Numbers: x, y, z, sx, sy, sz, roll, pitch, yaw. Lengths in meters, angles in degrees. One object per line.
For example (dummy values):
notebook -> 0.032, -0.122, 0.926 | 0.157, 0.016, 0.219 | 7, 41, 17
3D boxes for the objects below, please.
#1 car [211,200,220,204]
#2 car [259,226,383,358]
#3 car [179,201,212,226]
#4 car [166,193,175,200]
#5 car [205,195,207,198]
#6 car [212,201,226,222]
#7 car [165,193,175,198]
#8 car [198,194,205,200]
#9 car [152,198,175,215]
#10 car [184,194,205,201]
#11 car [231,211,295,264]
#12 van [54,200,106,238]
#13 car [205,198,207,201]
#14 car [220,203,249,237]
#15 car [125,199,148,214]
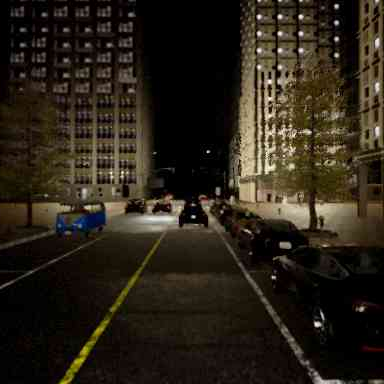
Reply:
car -> 2.689, 1.521, 28.855 | 1.752, 1.417, 4.829 | 0, 0, 0
car -> 2.691, 1.567, 6.009 | 1.947, 1.339, 4.313 | 0, 0, 0
car -> 0.097, 1.563, 23.145 | 1.994, 1.385, 4.181 | 0, 0, 0
car -> -5.725, 1.213, 89.299 | 2.192, 1.841, 5.009 | 0, 0, 0
car -> 2.780, 1.353, 83.613 | 1.967, 1.590, 4.097 | 0, 0, 0
car -> 2.689, 1.550, 23.014 | 2.008, 1.369, 4.403 | 0, 0, 0
car -> -5.791, 1.353, 83.614 | 1.967, 1.590, 4.097 | 0, 0, 0
car -> 2.683, 1.321, 94.981 | 1.967, 1.590, 4.097 | 0, 0, 0
car -> -3.031, 1.592, 34.589 | 1.895, 1.301, 4.718 | 0, 0, 1
car -> 0.094, 1.338, 39.656 | 2.097, 1.767, 4.553 | 0, 0, 0
car -> 2.690, 1.567, 11.678 | 1.947, 1.339, 4.313 | 0, 0, 0
van -> -5.691, 1.343, 17.345 | 1.690, 1.788, 3.998 | 0, 0, 0
car -> 2.688, 1.542, 34.353 | 2.008, 1.369, 4.403 | 0, 0, 0
car -> 2.690, 1.526, 17.517 | 1.752, 1.417, 4.829 | 0, 0, 0
car -> -5.692, 1.432, 34.351 | 1.967, 1.590, 4.097 | 0, 0, 0
